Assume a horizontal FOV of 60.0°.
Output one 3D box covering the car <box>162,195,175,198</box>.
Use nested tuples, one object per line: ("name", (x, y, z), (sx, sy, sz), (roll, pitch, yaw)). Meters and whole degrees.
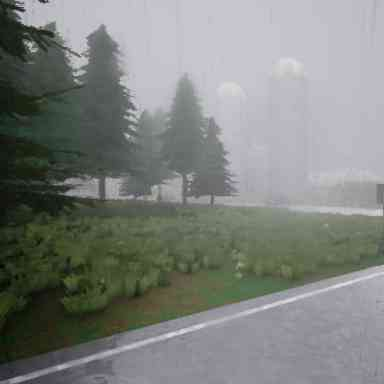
("car", (-6.052, 1.427, 77.672), (4.181, 1.381, 1.994), (0, 0, -36))

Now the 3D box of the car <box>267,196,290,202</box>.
("car", (13.259, 1.361, 50.897), (3.988, 1.617, 1.851), (0, 0, -36))
